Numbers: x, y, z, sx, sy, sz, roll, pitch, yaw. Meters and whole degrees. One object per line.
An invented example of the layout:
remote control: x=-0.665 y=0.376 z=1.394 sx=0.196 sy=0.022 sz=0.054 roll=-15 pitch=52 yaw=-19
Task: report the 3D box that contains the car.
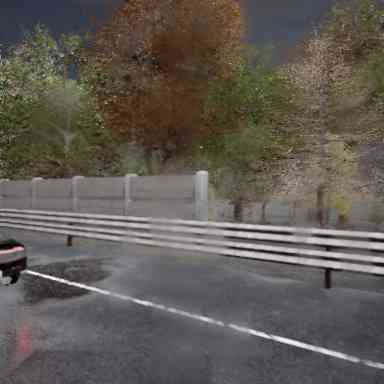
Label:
car: x=-5.965 y=1.463 z=8.125 sx=4.902 sy=1.511 sz=2.128 roll=0 pitch=0 yaw=36
